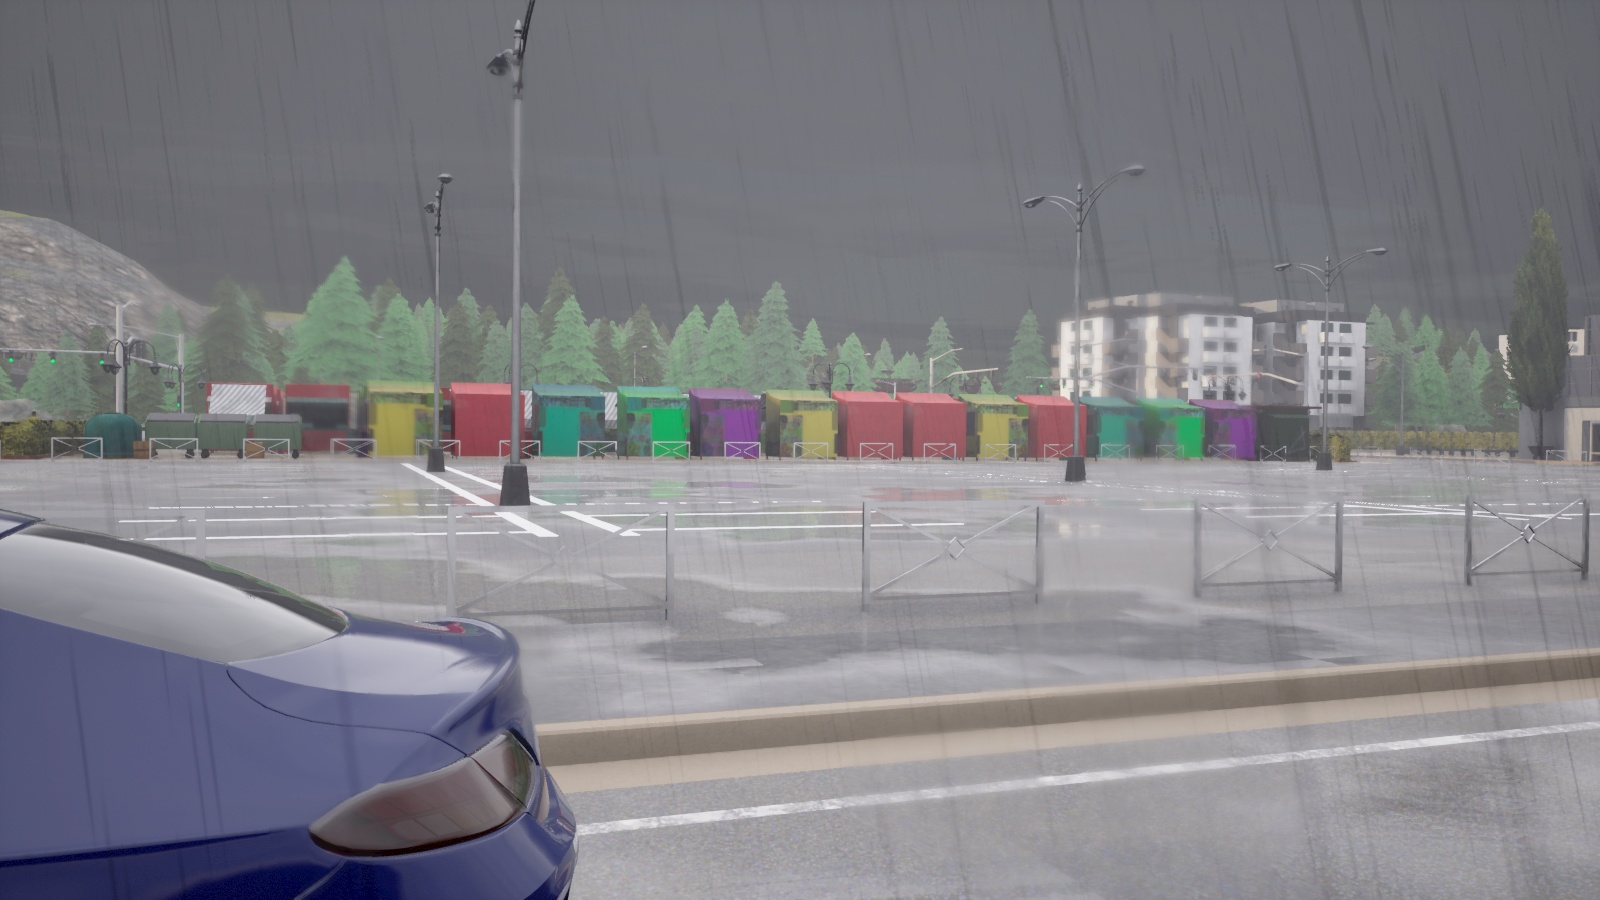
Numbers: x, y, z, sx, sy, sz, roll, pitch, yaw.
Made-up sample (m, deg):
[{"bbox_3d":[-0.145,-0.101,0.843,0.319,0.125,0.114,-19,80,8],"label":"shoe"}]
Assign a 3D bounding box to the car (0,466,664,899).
[{"bbox_3d":[-2.743,0.818,2.198,4.674,1.442,1.812,-1,1,-21],"label":"car"}]
